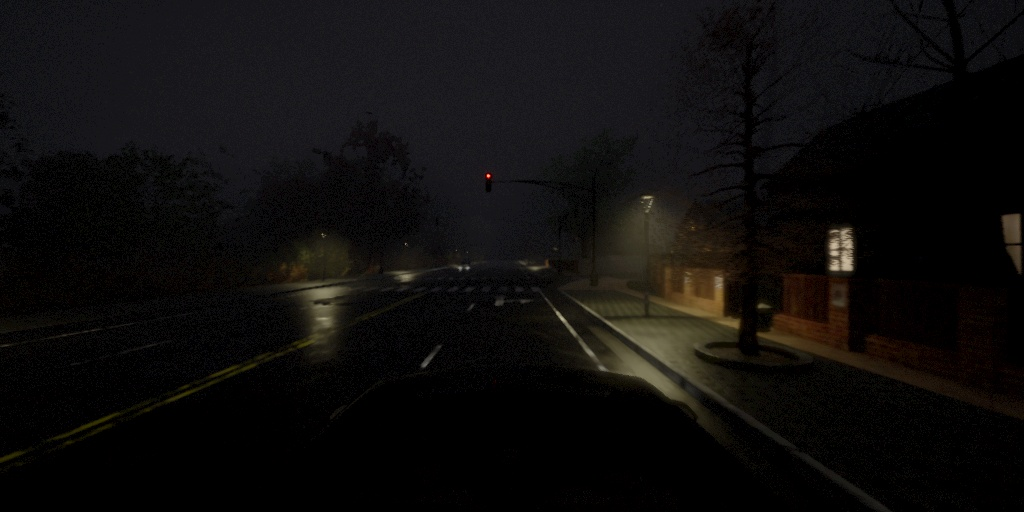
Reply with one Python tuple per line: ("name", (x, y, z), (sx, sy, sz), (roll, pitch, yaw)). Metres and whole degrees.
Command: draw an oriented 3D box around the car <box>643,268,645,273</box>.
("car", (12.824, 0.824, 27.334), (5.357, 1.411, 2.033), (-2, -1, -6))
